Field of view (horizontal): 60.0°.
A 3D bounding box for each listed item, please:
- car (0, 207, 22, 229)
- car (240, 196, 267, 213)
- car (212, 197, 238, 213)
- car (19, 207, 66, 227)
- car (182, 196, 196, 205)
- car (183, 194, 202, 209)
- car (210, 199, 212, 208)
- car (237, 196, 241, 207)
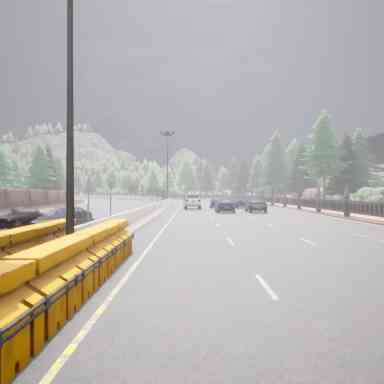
[{"bbox_3d":[-10.510,1.601,19.961,1.895,1.301,4.718,0,0,0],"label":"car"},{"bbox_3d":[7.078,1.492,37.043,2.128,1.511,4.902,0,0,0],"label":"car"},{"bbox_3d":[3.610,1.478,37.004,1.882,1.535,5.008,0,0,0],"label":"car"},{"bbox_3d":[-7.026,1.548,18.429,2.033,1.411,5.357,0,0,1],"label":"car"},{"bbox_3d":[-0.521,1.491,58.734,2.128,1.511,4.902,0,0,-5],"label":"car"},{"bbox_3d":[0.103,1.221,44.315,2.150,2.045,5.566,0,0,0],"label":"car"},{"bbox_3d":[3.530,1.478,47.477,1.882,1.535,5.008,0,0,0],"label":"car"},{"bbox_3d":[7.021,1.352,46.943,2.097,1.767,4.553,0,0,0],"label":"car"}]
